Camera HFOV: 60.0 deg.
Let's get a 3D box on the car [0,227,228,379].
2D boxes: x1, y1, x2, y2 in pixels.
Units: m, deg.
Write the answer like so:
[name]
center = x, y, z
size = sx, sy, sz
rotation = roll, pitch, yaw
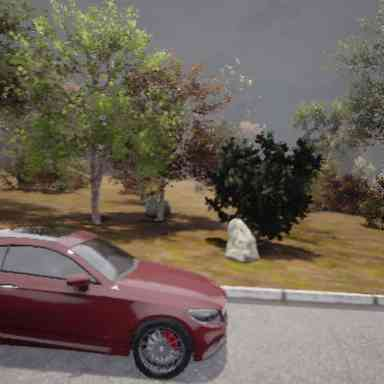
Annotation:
[car]
center = -1.825, 1.281, 4.676
size = 4.674, 1.442, 1.812
rotation = 4, 0, 2
